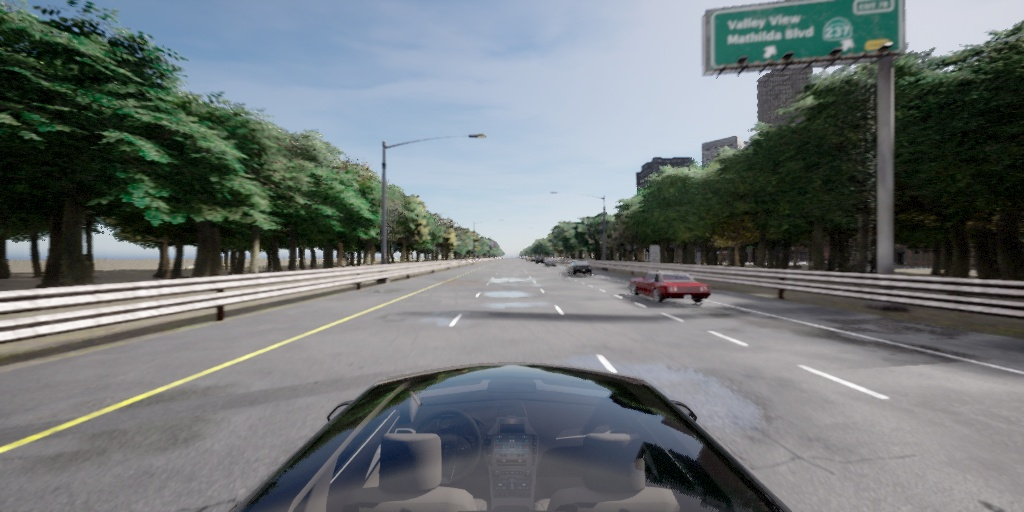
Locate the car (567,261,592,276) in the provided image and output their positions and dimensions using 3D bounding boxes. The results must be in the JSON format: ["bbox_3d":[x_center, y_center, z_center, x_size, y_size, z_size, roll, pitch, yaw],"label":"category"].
[{"bbox_3d":[7.000,1.244,37.440,1.882,1.535,5.008,0,0,0],"label":"car"}]

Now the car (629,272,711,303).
[{"bbox_3d":[7.001,1.357,16.506,1.895,1.301,4.718,0,0,0],"label":"car"}]
